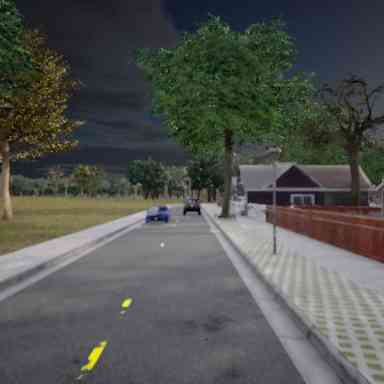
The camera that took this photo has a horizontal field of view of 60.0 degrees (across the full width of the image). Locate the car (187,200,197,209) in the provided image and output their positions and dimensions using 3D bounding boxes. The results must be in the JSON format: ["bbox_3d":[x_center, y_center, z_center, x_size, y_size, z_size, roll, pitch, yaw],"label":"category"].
[{"bbox_3d":[-0.031,2.255,62.547,1.882,1.535,5.008,0,-1,0],"label":"car"}]

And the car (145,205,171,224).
[{"bbox_3d":[-2.862,1.881,28.930,1.882,1.535,5.008,0,-1,0],"label":"car"}]

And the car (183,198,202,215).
[{"bbox_3d":[0.020,1.780,41.575,2.150,2.045,5.566,0,0,1],"label":"car"}]
